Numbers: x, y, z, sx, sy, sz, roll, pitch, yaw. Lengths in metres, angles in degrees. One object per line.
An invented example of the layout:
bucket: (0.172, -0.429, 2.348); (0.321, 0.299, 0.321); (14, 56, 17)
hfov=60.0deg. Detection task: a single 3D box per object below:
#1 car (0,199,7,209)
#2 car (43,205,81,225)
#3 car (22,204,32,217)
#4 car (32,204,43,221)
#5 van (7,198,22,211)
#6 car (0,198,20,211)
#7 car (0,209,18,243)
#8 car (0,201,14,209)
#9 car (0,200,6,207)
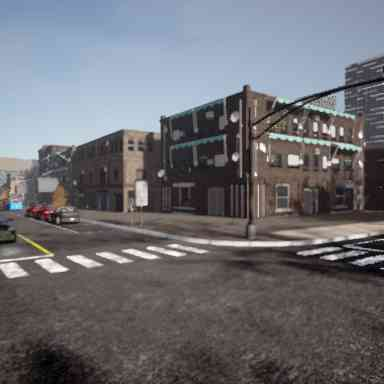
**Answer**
car: (-28.604, 1.970, 48.157); (2.097, 1.767, 4.553); (0, 0, -35)
car: (-10.331, 1.841, 26.949); (2.008, 1.369, 4.403); (-1, 0, -35)
car: (-16.747, 1.998, 35.969); (1.802, 1.307, 4.206); (-1, 0, -35)
car: (-13.539, 1.936, 31.459); (1.802, 1.307, 4.206); (-1, 0, -35)
van: (-26.380, 1.940, 49.499); (1.690, 1.788, 3.998); (-1, 0, -35)
car: (-29.590, 1.973, 54.008); (2.192, 1.841, 5.009); (-1, 0, -35)
car: (-10.081, 1.792, 16.605); (1.994, 1.385, 4.181); (0, 0, -37)
car: (-32.794, 2.261, 58.518); (1.887, 1.381, 4.507); (-1, 0, -35)
car: (-39.212, 2.398, 67.538); (1.947, 1.339, 4.313); (-1, 0, -35)
